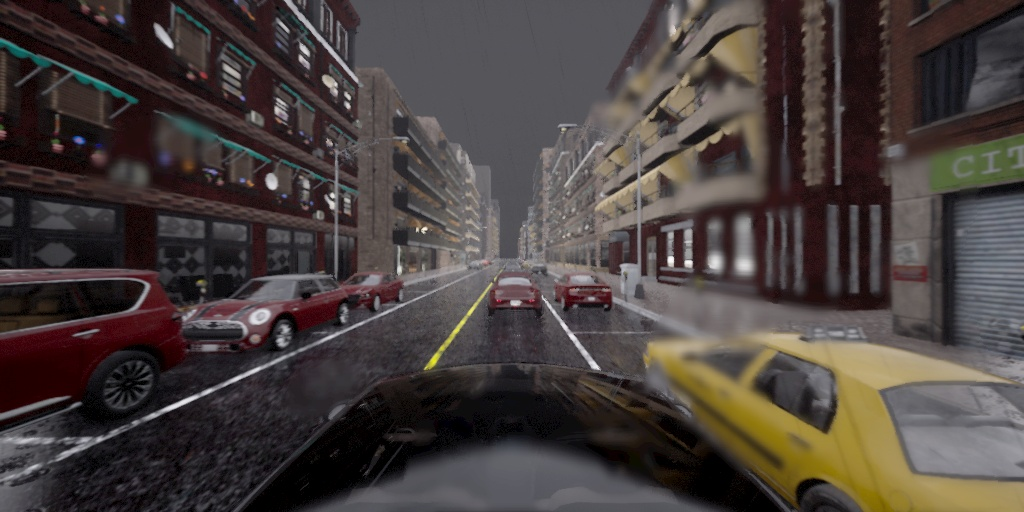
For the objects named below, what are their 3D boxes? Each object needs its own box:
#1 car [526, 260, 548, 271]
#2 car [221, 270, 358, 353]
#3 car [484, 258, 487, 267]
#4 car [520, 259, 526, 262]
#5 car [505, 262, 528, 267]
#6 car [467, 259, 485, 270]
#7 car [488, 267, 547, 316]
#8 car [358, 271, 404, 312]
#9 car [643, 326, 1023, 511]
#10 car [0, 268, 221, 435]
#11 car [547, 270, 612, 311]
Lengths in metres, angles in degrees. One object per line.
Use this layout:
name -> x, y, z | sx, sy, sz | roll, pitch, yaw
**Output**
car -> 2.701, 1.368, 36.918 | 2.007, 1.370, 4.403 | 0, 0, 0
car -> -5.690, 1.204, 8.743 | 1.967, 1.591, 4.097 | 0, 0, 0
car -> -5.673, 1.409, 59.470 | 2.007, 1.370, 4.403 | 0, 0, 0
car -> 2.709, 1.383, 59.633 | 1.751, 1.417, 4.829 | 0, 0, 0
car -> 0.110, 1.407, 30.777 | 1.895, 1.301, 4.718 | 0, 0, 0
car -> -5.675, 1.399, 53.833 | 2.007, 1.370, 4.403 | 0, 0, 0
car -> 0.105, 1.299, 13.439 | 1.812, 1.442, 4.674 | 0, 0, 0
car -> -5.687, 1.320, 14.380 | 1.888, 1.381, 4.507 | 0, 0, 0
car -> 2.689, 1.278, 3.271 | 1.751, 1.417, 4.829 | 0, 0, 0
car -> -5.691, 1.068, 3.107 | 2.192, 1.841, 5.009 | 0, 0, 0
car -> 2.693, 1.320, 14.373 | 1.888, 1.381, 4.507 | 0, 0, 0
